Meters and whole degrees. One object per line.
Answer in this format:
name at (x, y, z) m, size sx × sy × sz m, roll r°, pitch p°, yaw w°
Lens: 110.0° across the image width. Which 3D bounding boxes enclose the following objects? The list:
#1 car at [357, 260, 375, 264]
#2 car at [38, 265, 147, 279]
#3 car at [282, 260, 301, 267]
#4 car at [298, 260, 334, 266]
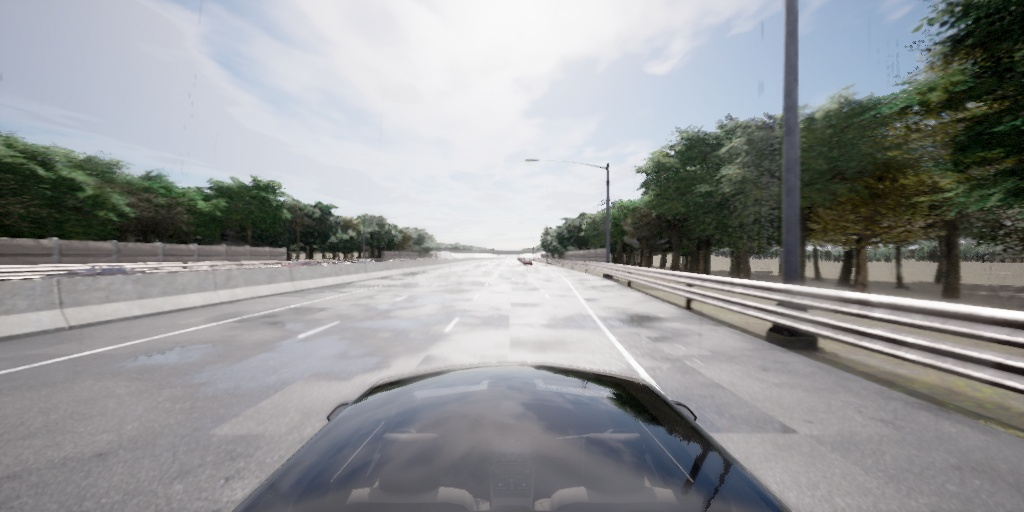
car at (-17.550, 1.283, 42.716) m, size 1.837 × 1.490 × 4.892 m, roll 0°, pitch 0°, yaw 1°
car at (-27.341, 1.310, 23.766) m, size 2.033 × 1.411 × 5.357 m, roll 0°, pitch 0°, yaw -3°
car at (-24.547, 1.257, 41.596) m, size 1.882 × 1.535 × 5.008 m, roll 0°, pitch 0°, yaw 0°
car at (-21.066, 1.377, 39.749) m, size 1.895 × 1.301 × 4.718 m, roll 0°, pitch 0°, yaw 0°
